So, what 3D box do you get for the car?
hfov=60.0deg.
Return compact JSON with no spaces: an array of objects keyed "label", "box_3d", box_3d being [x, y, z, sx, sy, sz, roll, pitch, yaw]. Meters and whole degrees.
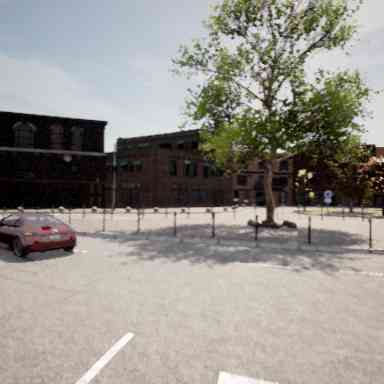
[{"label":"car","box_3d":[-6.109,1.441,12.356,4.181,1.385,1.994,1,0,40]}]
